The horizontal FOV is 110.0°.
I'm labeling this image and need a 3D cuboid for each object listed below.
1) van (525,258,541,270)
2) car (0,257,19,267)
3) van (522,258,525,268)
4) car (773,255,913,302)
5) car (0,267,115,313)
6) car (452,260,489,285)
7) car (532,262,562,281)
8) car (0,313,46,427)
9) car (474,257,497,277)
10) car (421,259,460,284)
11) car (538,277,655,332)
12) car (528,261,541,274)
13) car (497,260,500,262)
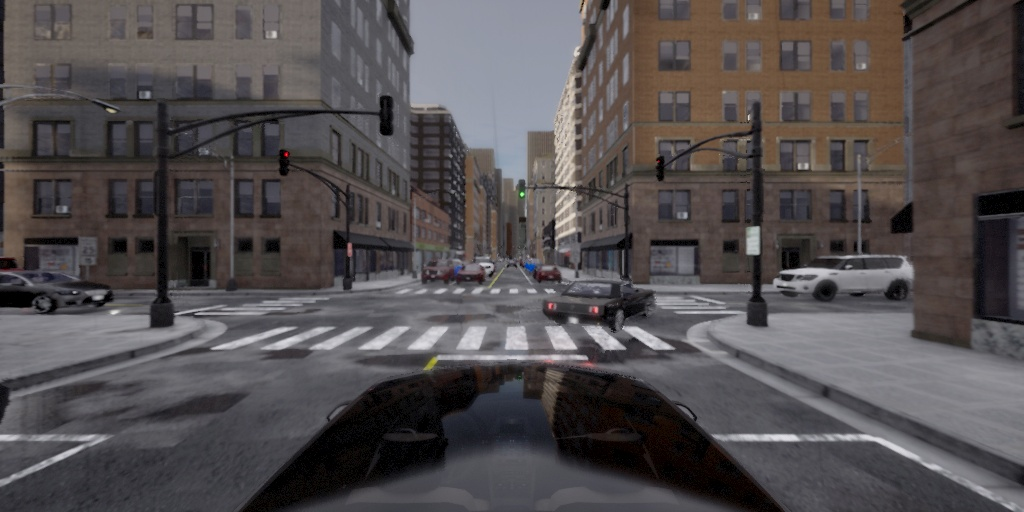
[{"bbox_3d":[2.843,1.268,44.813,1.690,1.789,3.998,0,0,0],"label":"van"},{"bbox_3d":[-26.421,1.033,16.712,5.566,2.045,2.150,0,0,0],"label":"car"},{"bbox_3d":[2.840,1.313,55.816,1.690,1.789,3.998,0,0,0],"label":"van"},{"bbox_3d":[15.409,0.964,16.713,5.566,2.045,2.150,0,0,-2],"label":"car"},{"bbox_3d":[-18.031,1.304,13.507,4.902,1.511,2.128,0,0,0],"label":"car"},{"bbox_3d":[-3.108,1.334,27.885,1.882,1.535,5.008,0,0,0],"label":"car"},{"bbox_3d":[2.849,1.403,28.309,1.888,1.381,4.507,0,0,0],"label":"car"},{"bbox_3d":[-5.668,1.300,1.533,2.007,1.370,4.403,0,0,0],"label":"car"},{"bbox_3d":[-3.103,1.120,37.971,2.150,2.045,5.566,0,0,0],"label":"car"},{"bbox_3d":[-5.677,1.173,28.307,2.192,1.841,5.009,0,0,0],"label":"car"},{"bbox_3d":[2.931,1.379,11.128,1.895,1.301,4.718,0,0,37],"label":"car"},{"bbox_3d":[2.847,1.447,33.810,1.948,1.339,4.313,0,0,0],"label":"car"},{"bbox_3d":[-3.077,1.542,48.160,1.895,1.301,4.718,0,0,0],"label":"car"}]
